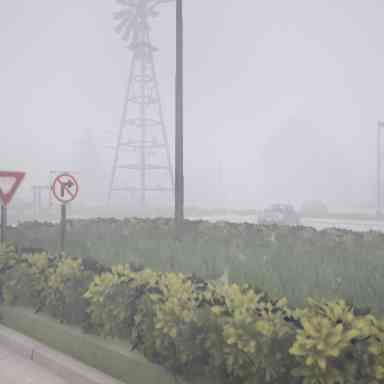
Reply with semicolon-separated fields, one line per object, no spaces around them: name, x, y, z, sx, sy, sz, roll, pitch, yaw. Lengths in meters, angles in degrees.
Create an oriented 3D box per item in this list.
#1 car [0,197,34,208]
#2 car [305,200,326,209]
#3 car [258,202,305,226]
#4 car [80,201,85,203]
car;-19.529;1.364;36.407;2.097;1.767;4.553;0;0;36
car;12.382;1.502;33.724;1.816;1.474;4.193;0;0;35
car;5.957;1.517;22.515;1.784;1.438;3.905;0;0;35
car;-17.197;1.610;45.623;2.033;1.411;5.357;0;0;36
